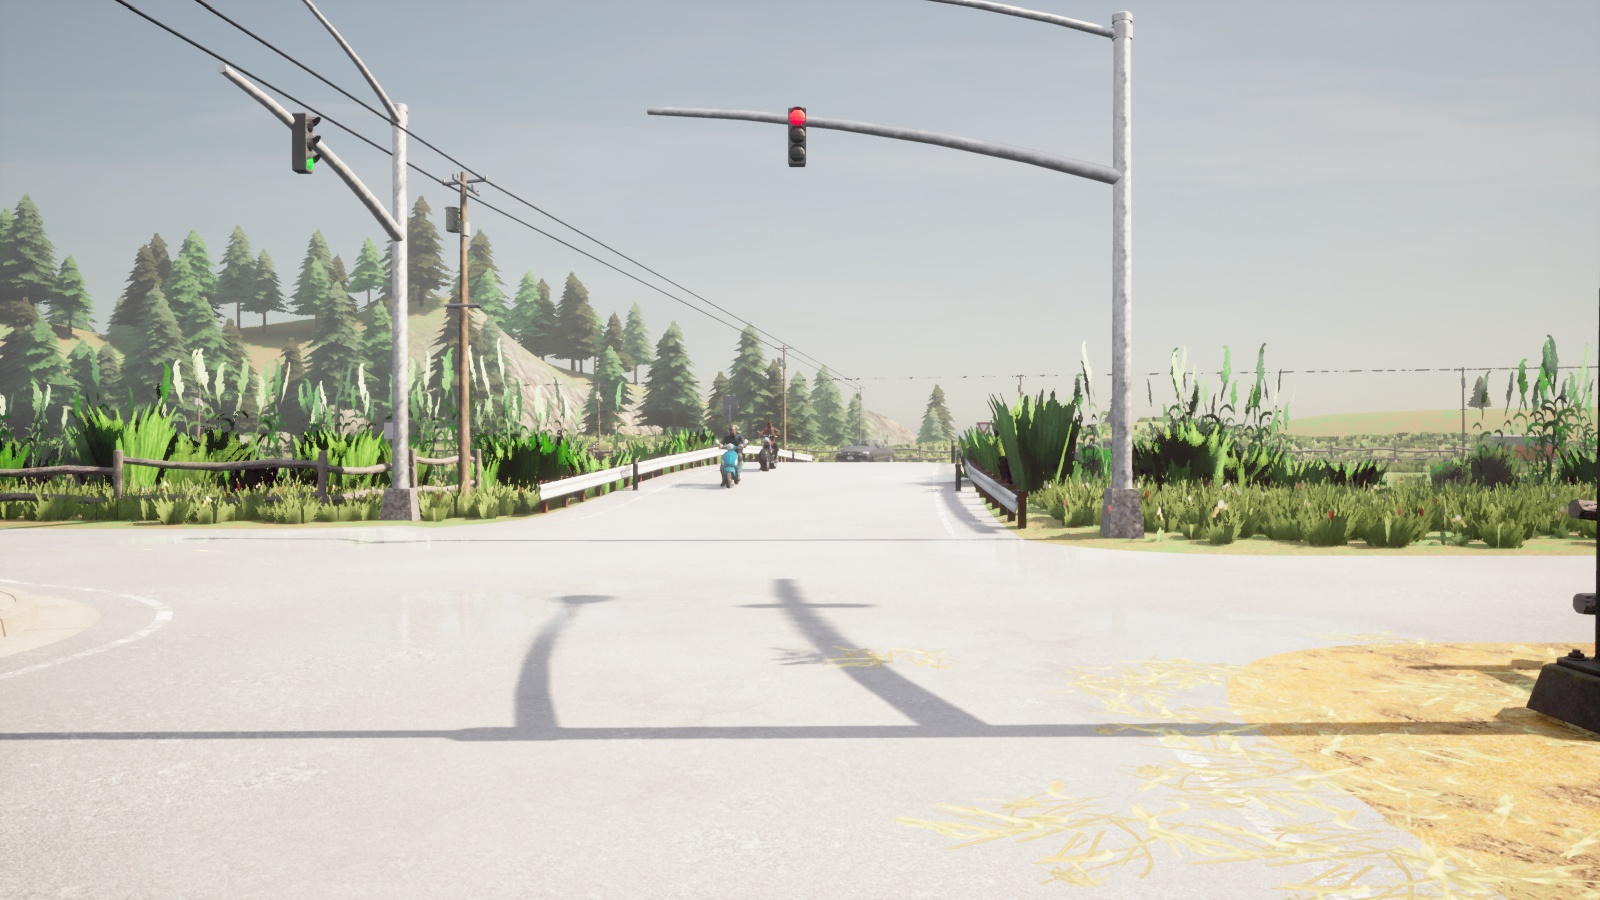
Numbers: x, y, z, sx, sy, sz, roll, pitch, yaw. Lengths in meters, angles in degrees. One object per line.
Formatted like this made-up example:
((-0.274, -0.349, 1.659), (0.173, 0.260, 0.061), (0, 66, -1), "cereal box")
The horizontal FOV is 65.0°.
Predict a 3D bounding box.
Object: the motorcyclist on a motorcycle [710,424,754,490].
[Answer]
((-1.742, 0.157, 32.663), (0.866, 1.590, 1.817), (0, 3, 6), "motorcyclist on a motorcycle")

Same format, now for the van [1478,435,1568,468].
((44.177, 0.101, 76.808), (4.442, 1.987, 1.775), (0, 0, 6), "van")

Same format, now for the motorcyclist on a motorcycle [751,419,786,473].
((-0.981, -0.151, 39.691), (0.766, 1.649, 2.350), (0, 2, 7), "motorcyclist on a motorcycle")

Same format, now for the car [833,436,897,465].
((3.888, 0.053, 74.247), (2.152, 1.651, 5.027), (0, -1, 23), "car")
